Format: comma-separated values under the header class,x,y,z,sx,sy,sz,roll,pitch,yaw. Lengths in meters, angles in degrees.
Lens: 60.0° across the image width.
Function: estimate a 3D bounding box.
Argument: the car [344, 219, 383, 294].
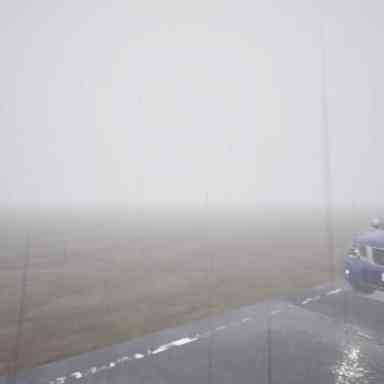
class,x,y,z,sx,sy,sz,roll,pitch,yaw
car,5.829,1.227,7.792,5.566,2.045,2.150,0,0,-38
